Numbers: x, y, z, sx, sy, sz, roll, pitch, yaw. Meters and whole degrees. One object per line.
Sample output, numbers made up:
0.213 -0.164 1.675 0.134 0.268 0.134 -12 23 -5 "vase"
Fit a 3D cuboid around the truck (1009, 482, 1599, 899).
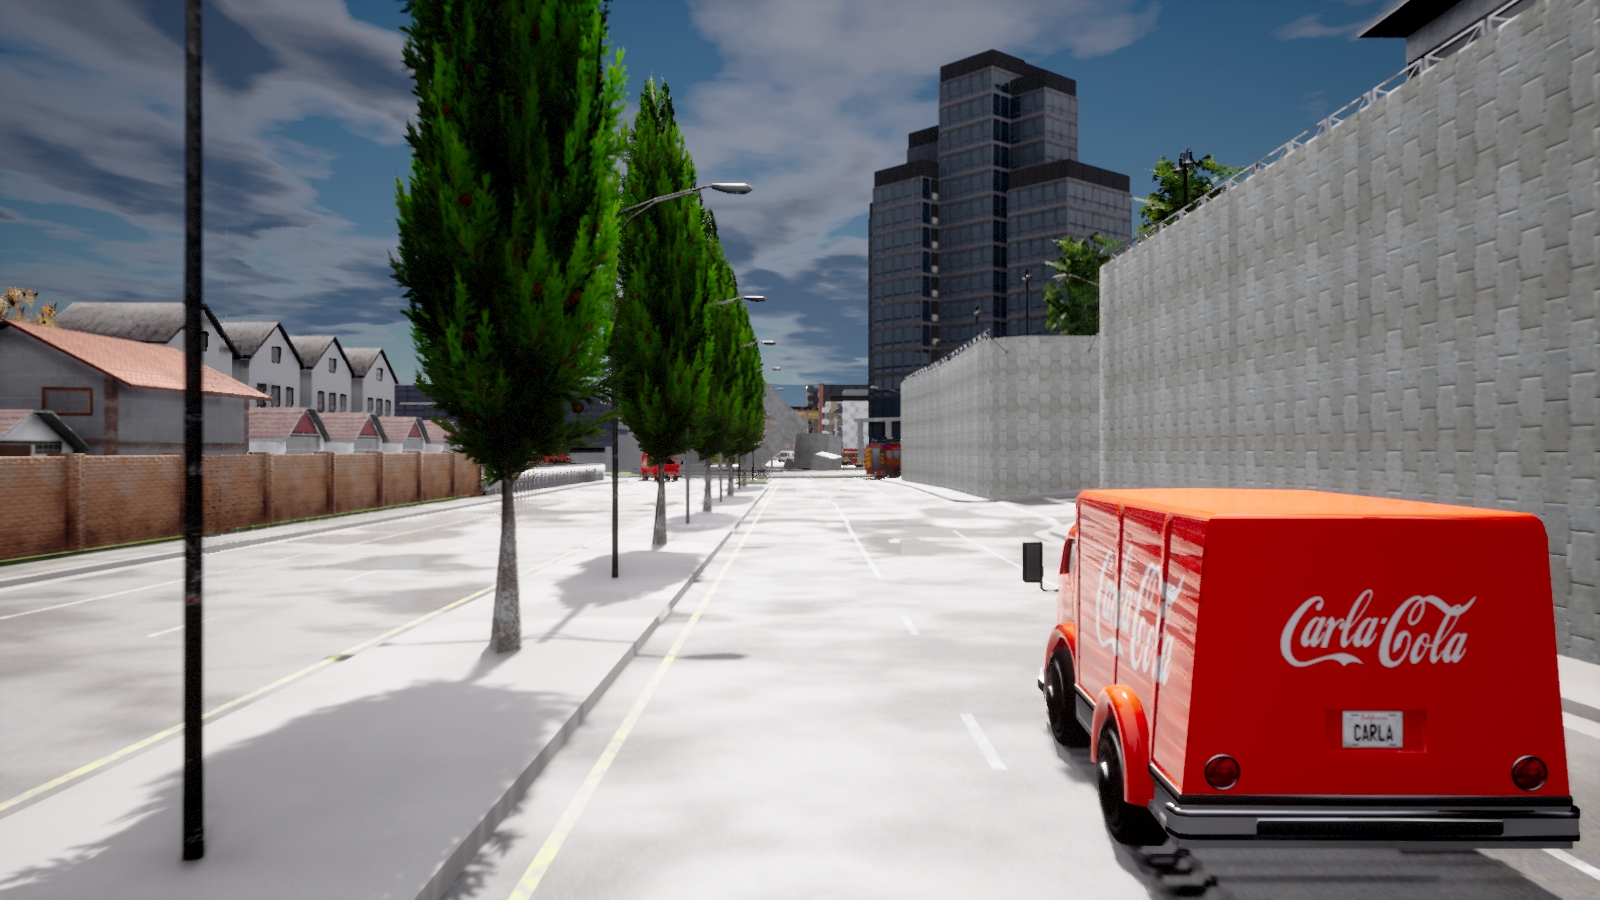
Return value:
3.474 1.568 9.368 2.627 2.467 5.204 0 0 1 "truck"
